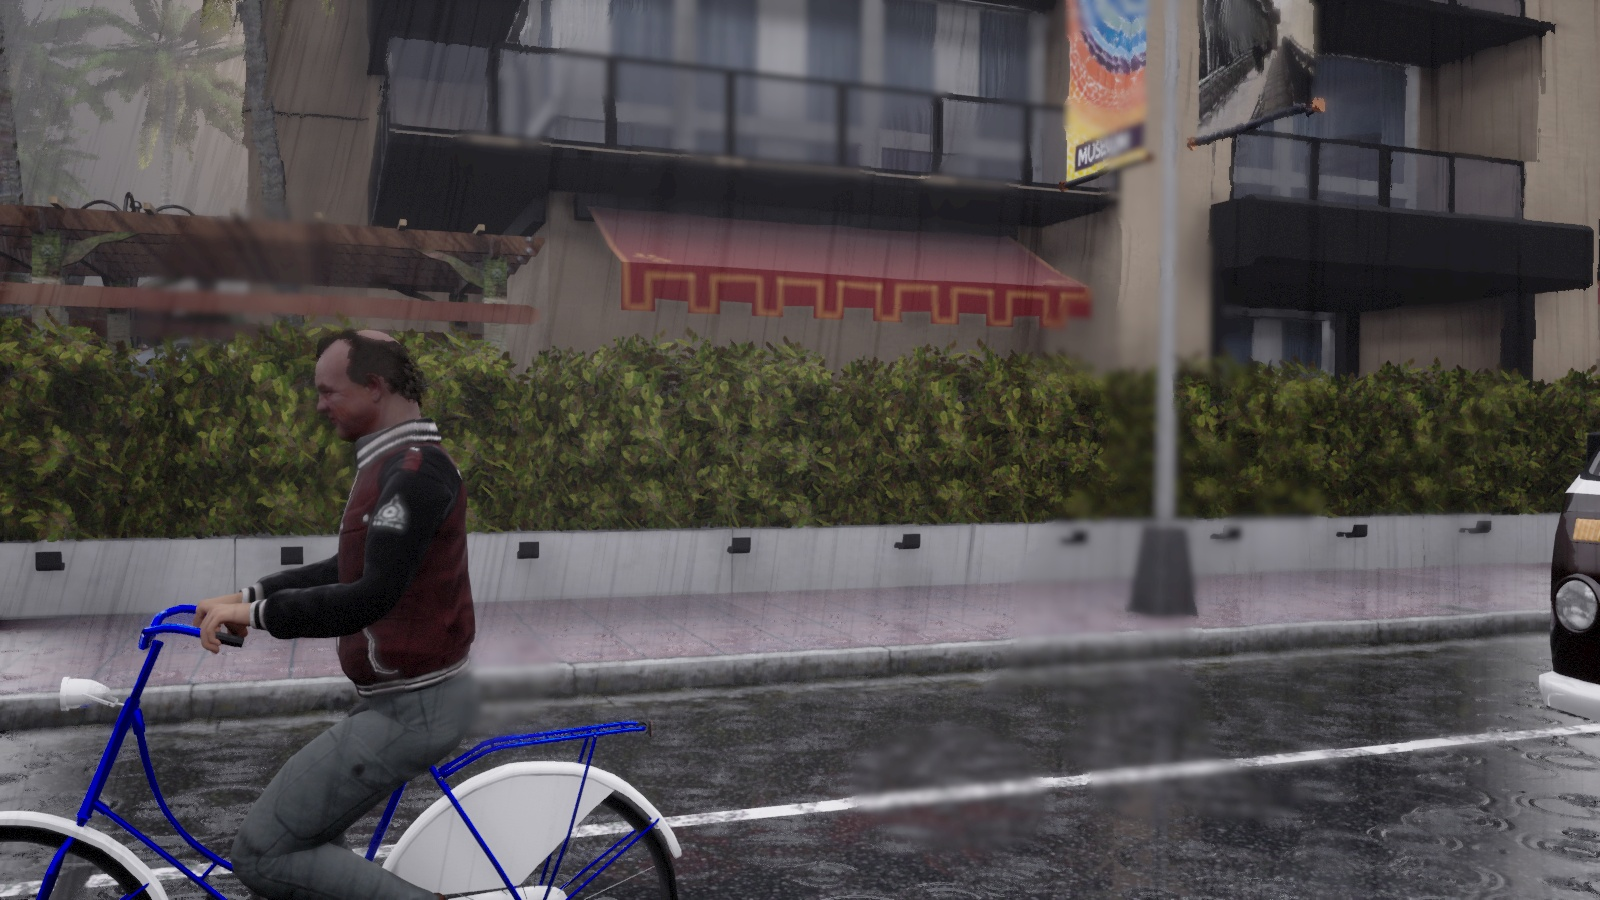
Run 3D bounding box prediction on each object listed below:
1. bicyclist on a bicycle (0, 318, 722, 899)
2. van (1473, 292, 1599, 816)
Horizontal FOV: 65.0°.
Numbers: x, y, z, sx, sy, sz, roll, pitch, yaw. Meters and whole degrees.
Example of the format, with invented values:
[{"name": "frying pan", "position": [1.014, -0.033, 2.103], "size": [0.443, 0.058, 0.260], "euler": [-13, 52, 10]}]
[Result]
[{"name": "bicyclist on a bicycle", "position": [-1.157, 0.636, 2.793], "size": [1.843, 1.776, 0.659], "euler": [-1, 1, -21]}, {"name": "van", "position": [5.368, 0.378, 5.225], "size": [4.480, 2.038, 2.069], "euler": [-1, 1, -20]}]
